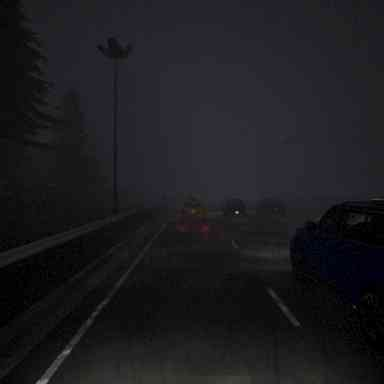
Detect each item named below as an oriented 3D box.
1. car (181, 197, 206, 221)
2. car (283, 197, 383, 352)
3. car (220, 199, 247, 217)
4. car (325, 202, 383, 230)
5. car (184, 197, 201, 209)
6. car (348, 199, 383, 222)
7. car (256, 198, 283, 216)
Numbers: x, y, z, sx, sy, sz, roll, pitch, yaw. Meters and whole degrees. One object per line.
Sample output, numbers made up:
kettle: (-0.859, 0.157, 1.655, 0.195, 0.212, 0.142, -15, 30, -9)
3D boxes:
car: (0.100, 1.307, 25.290, 1.801, 1.575, 5.366, 0, 0, 0)
car: (3.600, 1.186, 6.233, 2.150, 2.045, 5.566, 0, 1, 0)
car: (3.601, 1.336, 29.002, 1.837, 1.490, 4.892, 0, 1, 0)
car: (10.601, 1.422, 21.321, 2.033, 1.411, 5.357, 0, 0, 0)
car: (0.084, 1.320, 41.682, 1.994, 1.385, 4.181, 0, 0, 0)
car: (14.102, 1.374, 25.736, 1.812, 1.442, 4.674, 0, 1, 0)
car: (7.102, 1.300, 30.269, 1.882, 1.535, 5.008, 0, 1, 0)
